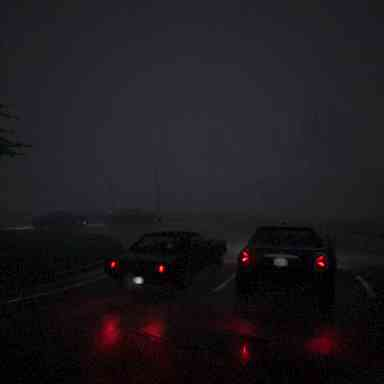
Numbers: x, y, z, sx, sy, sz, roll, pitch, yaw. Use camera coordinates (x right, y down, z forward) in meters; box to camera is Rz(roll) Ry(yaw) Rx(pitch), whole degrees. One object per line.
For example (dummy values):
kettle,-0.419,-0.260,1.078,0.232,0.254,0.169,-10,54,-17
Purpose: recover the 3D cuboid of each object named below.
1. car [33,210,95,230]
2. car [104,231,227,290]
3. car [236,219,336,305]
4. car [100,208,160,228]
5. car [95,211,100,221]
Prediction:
car,-10.320,2.169,26.233,4.674,1.442,1.812,-1,-2,22
car,-0.429,1.825,9.881,1.895,1.301,4.718,-1,-1,22
car,2.687,1.535,8.950,2.097,1.767,4.553,-1,-1,23
car,-4.945,2.117,27.662,5.008,1.535,1.882,-1,-2,33
car,-8.075,2.323,33.021,5.357,1.411,2.033,-1,-1,19
